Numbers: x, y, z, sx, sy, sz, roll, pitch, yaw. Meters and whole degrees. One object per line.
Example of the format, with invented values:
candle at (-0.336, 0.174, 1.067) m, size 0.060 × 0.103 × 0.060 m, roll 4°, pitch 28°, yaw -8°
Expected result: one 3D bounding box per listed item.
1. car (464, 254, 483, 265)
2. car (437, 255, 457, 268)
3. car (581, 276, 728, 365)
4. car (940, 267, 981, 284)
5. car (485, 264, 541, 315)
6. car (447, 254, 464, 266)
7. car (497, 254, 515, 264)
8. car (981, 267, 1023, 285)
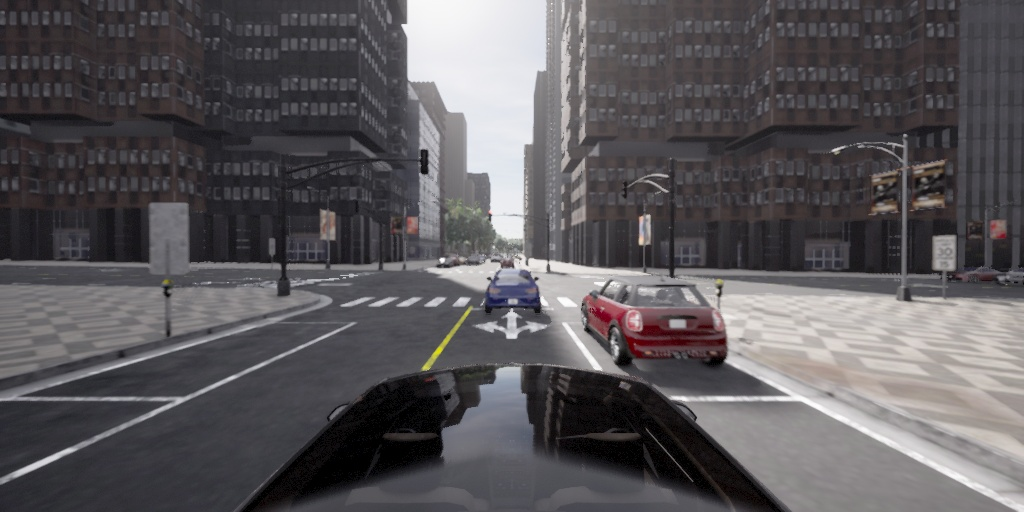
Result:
car at (-6.500, 0.779, 61.351) m, size 1.837 × 1.490 × 4.892 m, roll 0°, pitch 1°, yaw 0°
car at (-9.146, 0.917, 49.251) m, size 1.948 × 1.339 × 4.313 m, roll 0°, pitch 0°, yaw 0°
car at (2.759, 1.136, 7.917) m, size 1.967 × 1.591 × 4.097 m, roll 0°, pitch 0°, yaw 0°
car at (40.375, 1.663, 31.396) m, size 4.181 × 1.385 × 1.994 m, roll 1°, pitch 1°, yaw 0°
car at (0.035, 1.180, 13.016) m, size 1.812 × 1.442 × 4.674 m, roll 0°, pitch 0°, yaw 0°
car at (-9.182, 0.632, 54.677) m, size 2.192 × 1.841 × 5.009 m, roll 0°, pitch 0°, yaw 0°
car at (-0.621, 0.790, 49.306) m, size 1.967 × 1.591 × 4.097 m, roll 0°, pitch 0°, yaw 0°
car at (40.915, 1.631, 28.144) m, size 4.902 × 1.511 × 2.128 m, roll 1°, pitch 1°, yaw 0°
